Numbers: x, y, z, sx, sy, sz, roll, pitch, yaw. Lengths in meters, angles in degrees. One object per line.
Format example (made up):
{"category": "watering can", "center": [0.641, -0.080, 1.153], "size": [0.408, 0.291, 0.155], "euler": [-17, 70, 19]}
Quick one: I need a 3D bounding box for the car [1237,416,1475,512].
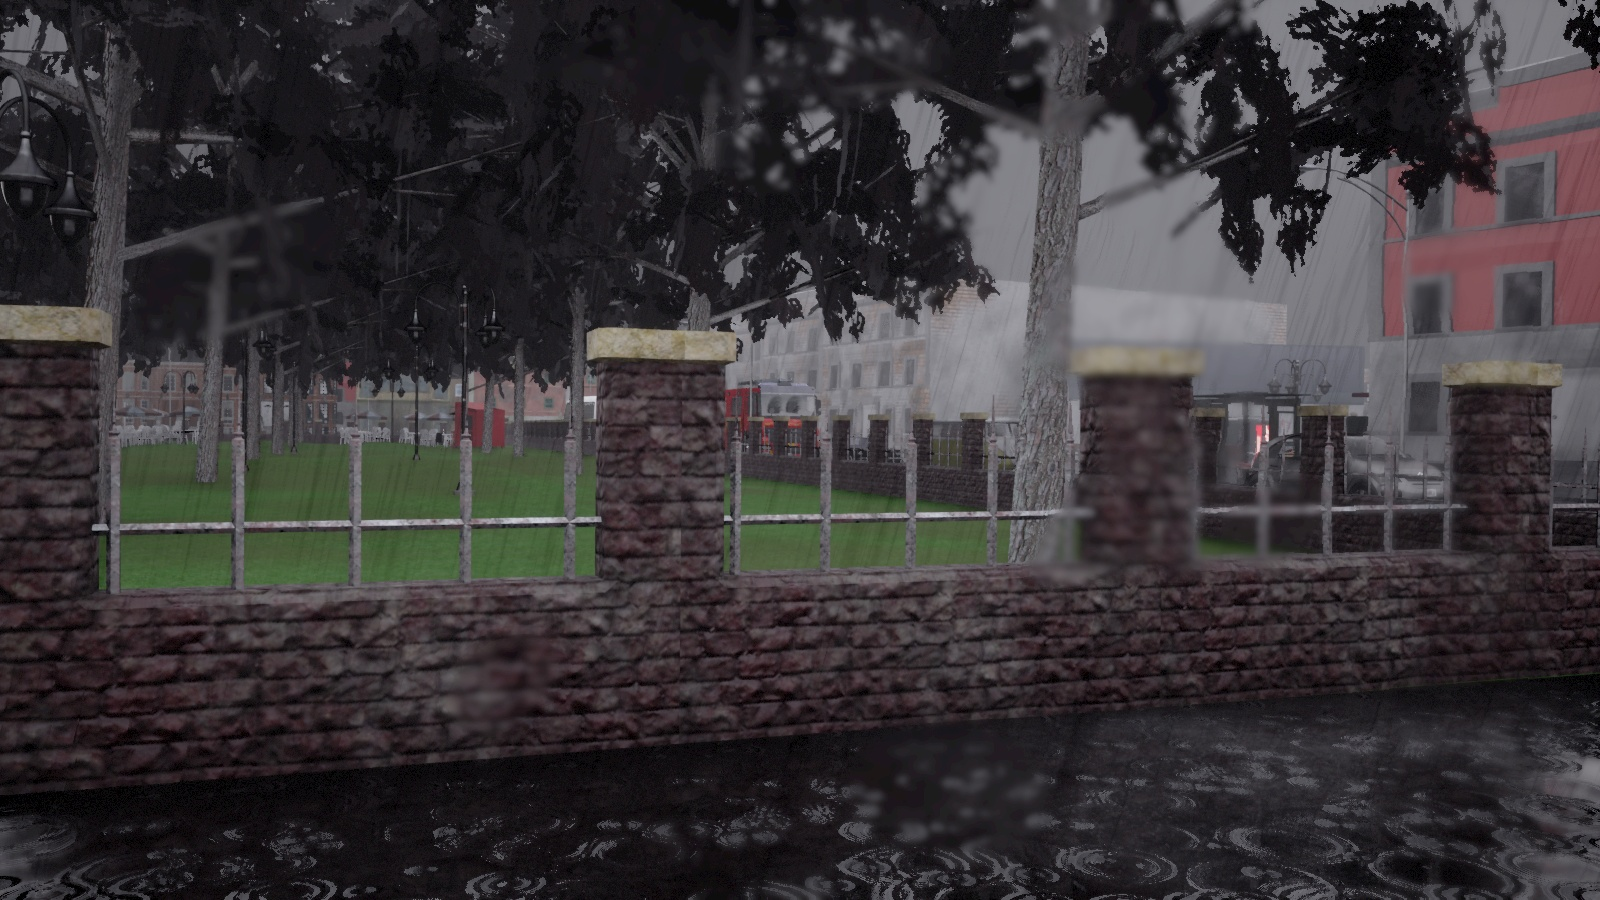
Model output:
{"category": "car", "center": [10.278, 0.202, 23.553], "size": [1.851, 1.617, 3.988], "euler": [-1, 1, -19]}

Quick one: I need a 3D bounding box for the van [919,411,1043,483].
{"category": "van", "center": [5.323, -0.116, 37.445], "size": [1.775, 1.987, 4.442], "euler": [-1, 1, -20]}

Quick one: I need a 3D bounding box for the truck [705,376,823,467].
{"category": "truck", "center": [-1.803, -1.282, 57.441], "size": [2.891, 3.827, 8.468], "euler": [-1, 1, -20]}

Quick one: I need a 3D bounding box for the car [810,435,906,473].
{"category": "car", "center": [2.087, 0.118, 46.563], "size": [1.895, 1.301, 4.718], "euler": [-1, 1, -20]}
